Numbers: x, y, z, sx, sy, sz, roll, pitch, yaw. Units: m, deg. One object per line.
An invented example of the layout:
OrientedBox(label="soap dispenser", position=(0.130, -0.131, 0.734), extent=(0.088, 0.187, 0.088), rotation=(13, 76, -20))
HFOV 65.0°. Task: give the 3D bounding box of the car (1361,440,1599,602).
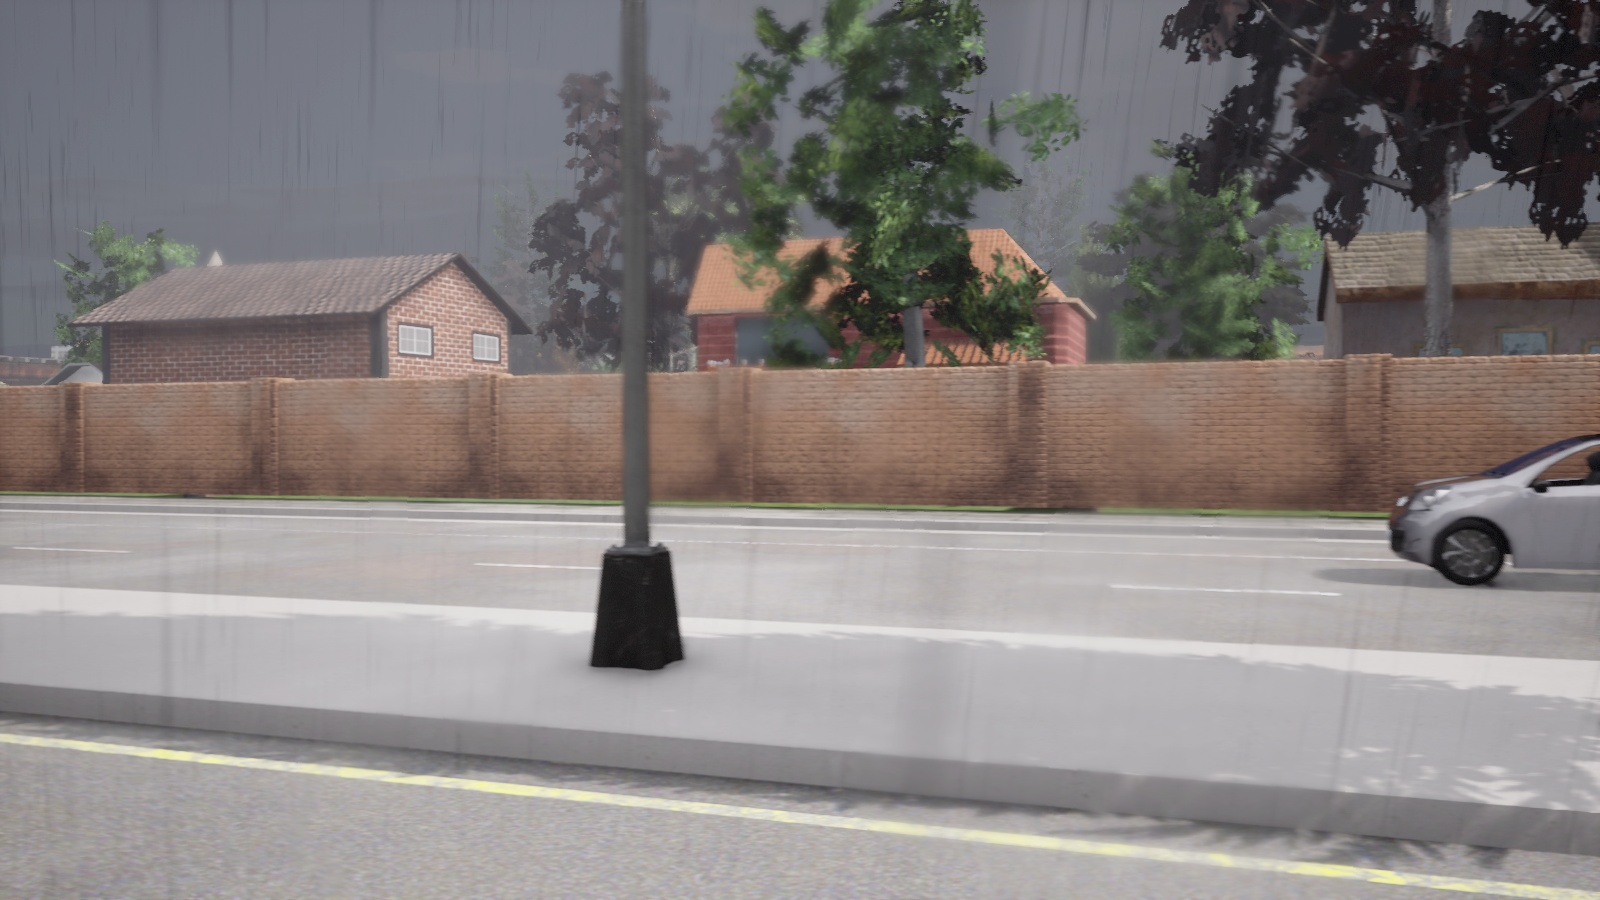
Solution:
OrientedBox(label="car", position=(7.768, 0.666, 12.712), extent=(3.633, 1.501, 1.845), rotation=(1, 1, 19))
